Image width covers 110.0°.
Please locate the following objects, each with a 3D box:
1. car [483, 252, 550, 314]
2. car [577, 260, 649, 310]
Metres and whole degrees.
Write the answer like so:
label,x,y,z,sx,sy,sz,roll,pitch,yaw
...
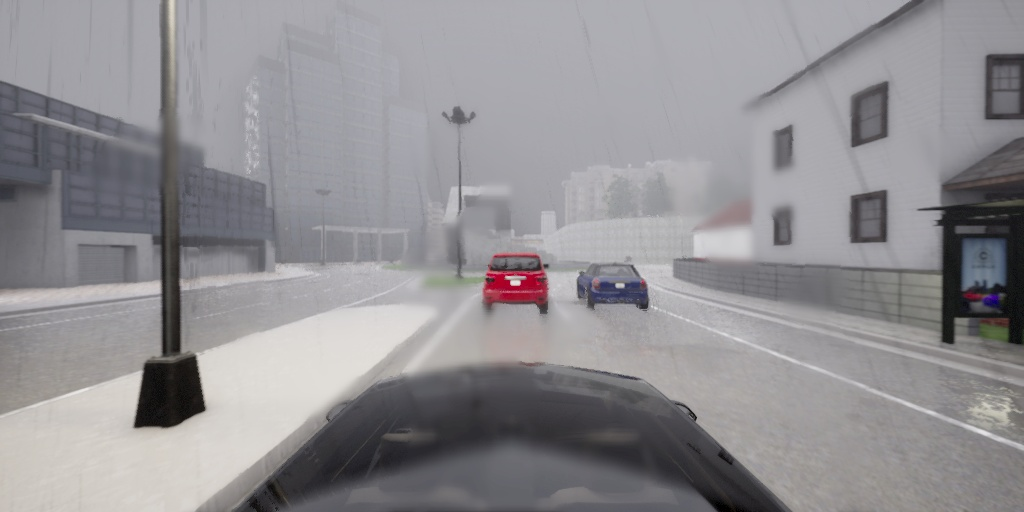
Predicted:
label,x,y,z,sx,sy,sz,roll,pitch,yaw
car,0.237,0.886,13.555,2.150,2.045,5.566,0,0,3
car,3.832,1.011,14.340,2.097,1.767,4.553,0,0,4
